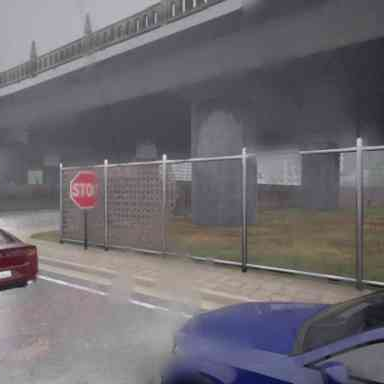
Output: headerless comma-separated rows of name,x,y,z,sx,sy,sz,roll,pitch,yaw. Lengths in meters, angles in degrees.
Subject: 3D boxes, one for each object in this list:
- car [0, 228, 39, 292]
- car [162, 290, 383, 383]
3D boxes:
car,-5.708,1.477,7.985,5.008,1.535,1.882,0,0,35
car,1.902,1.526,2.583,4.674,1.442,1.812,0,0,35
